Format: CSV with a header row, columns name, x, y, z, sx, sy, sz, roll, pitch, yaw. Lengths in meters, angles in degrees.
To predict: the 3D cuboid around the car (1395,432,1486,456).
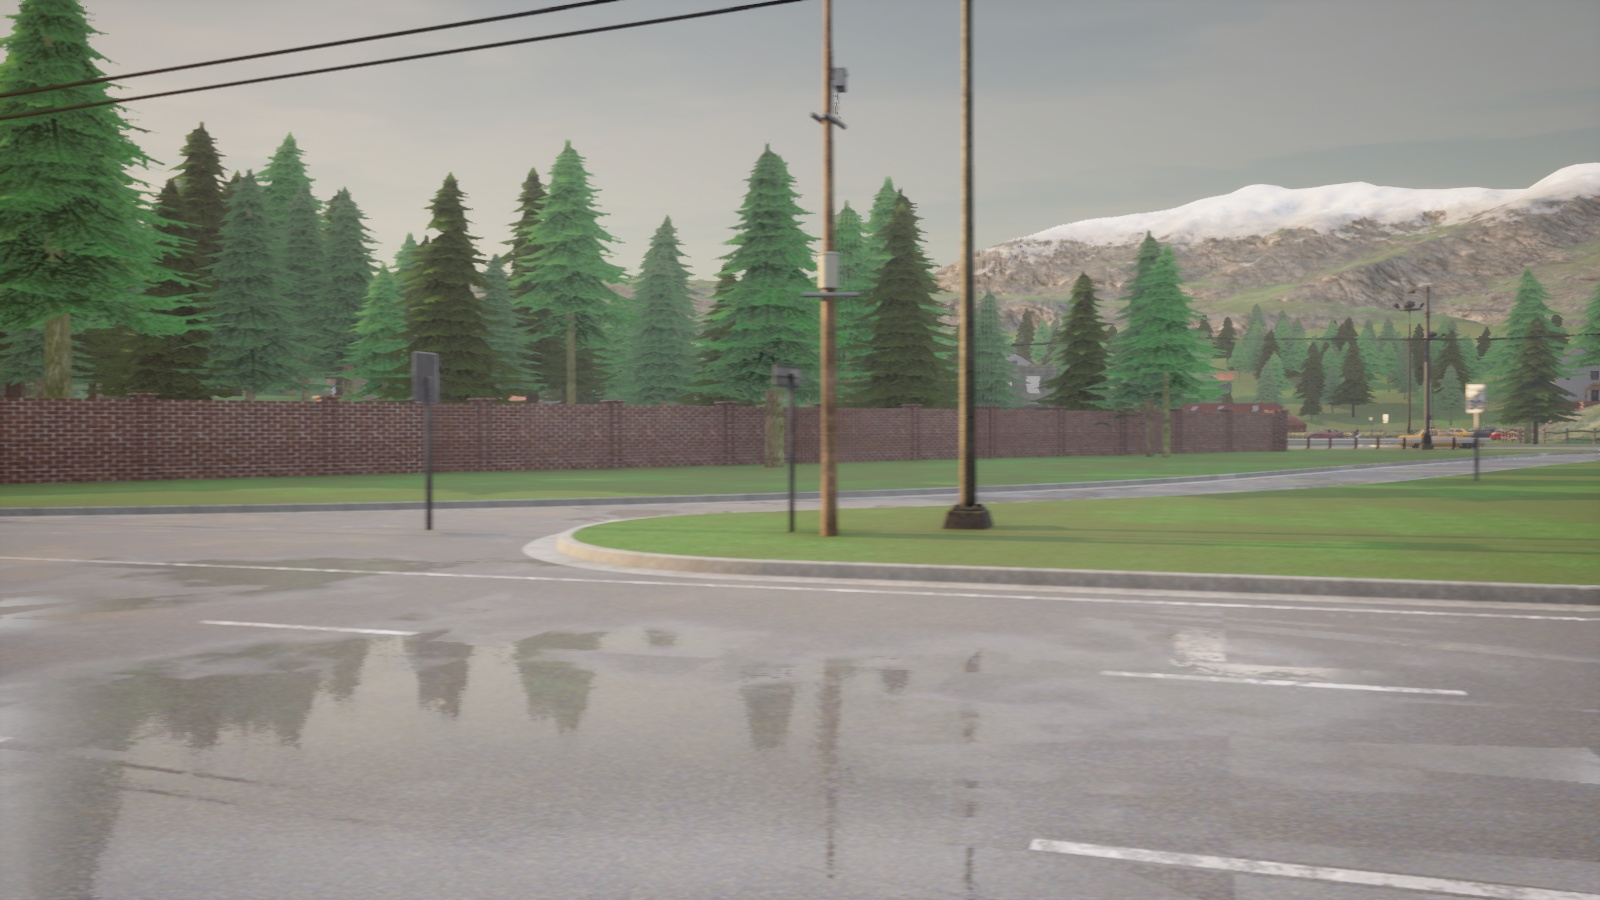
name,x,y,z,sx,sy,sz,roll,pitch,yaw
car,43.950,-0.451,86.320,5.366,1.575,1.801,1,1,18
